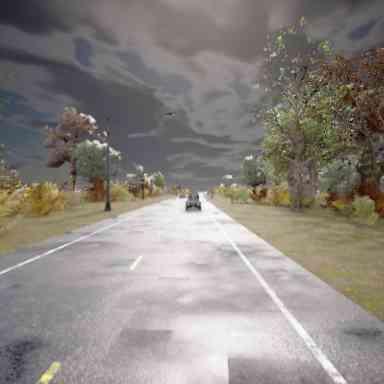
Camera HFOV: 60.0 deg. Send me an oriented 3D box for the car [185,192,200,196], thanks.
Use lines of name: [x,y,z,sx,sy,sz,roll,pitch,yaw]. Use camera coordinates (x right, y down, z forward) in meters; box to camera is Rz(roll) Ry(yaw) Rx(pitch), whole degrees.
car: [0.321,1.060,62.443,2.150,2.045,5.566,0,0,1]

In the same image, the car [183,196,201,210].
car: [0.171,1.495,41.578,1.895,1.301,4.718,0,0,0]
